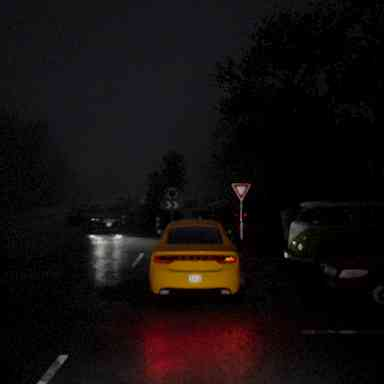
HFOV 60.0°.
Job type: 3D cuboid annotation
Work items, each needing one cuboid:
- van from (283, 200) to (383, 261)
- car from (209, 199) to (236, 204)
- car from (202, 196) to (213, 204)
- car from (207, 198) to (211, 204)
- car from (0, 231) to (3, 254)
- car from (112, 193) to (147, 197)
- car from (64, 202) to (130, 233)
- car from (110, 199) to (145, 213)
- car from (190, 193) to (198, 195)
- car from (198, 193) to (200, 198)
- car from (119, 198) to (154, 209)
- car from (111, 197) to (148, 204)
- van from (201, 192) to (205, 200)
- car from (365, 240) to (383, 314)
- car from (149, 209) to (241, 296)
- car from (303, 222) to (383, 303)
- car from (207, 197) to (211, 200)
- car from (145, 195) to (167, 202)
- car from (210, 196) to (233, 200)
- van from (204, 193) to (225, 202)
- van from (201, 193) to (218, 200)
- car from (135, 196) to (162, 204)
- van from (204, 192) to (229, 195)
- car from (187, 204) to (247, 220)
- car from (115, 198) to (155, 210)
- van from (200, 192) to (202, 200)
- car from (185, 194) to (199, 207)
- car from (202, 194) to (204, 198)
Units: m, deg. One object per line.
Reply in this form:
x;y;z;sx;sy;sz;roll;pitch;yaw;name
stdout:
4.912;1.216;9.583;4.442;1.987;1.878;-1;0;0;van
4.747;1.866;36.682;5.008;1.535;2.097;0;1;0;car
4.557;1.718;47.638;5.366;1.575;1.946;0;1;0;car
4.718;1.824;42.099;4.792;1.488;2.163;0;1;0;car
-8.070;1.469;9.501;4.792;1.488;2.163;0;0;0;car
-8.306;1.505;44.866;5.566;2.045;2.435;0;1;0;car
-6.001;1.511;19.666;2.128;1.511;4.902;3;-3;-40;car
-8.359;1.860;39.318;4.792;1.488;2.163;0;1;0;car
-0.323;1.194;78.019;2.150;2.045;5.566;0;0;0;car
4.686;1.185;80.867;5.566;2.045;2.435;0;0;0;car
-8.333;1.684;50.422;4.892;1.521;2.231;0;1;0;car
-8.327;1.793;42.094;5.008;1.535;2.097;0;1;0;car
4.618;1.276;67.001;4.442;1.987;1.878;0;0;0;van
5.042;1.511;4.126;4.674;1.452;2.002;0;0;0;car
0.066;1.443;8.652;1.882;1.535;5.008;0;0;0;car
5.042;1.495;6.911;4.674;1.452;2.002;0;0;0;car
4.742;1.797;44.869;4.674;1.452;2.002;0;1;0;car
-8.393;1.477;78.172;4.792;1.488;2.163;0;0;0;car
4.781;1.704;39.451;4.553;1.767;2.185;0;1;0;car
4.838;1.248;72.557;4.442;1.987;1.878;0;0;0;van
4.821;1.159;92.074;4.442;1.987;1.878;0;0;0;van
-8.357;1.520;64.290;4.892;1.521;2.231;0;1;0;car
4.850;1.349;58.838;4.442;1.987;1.878;0;1;0;van
2.120;1.884;27.585;4.718;1.301;1.895;-2;-4;43;car
-8.152;1.717;47.646;5.366;1.575;1.946;0;1;0;car
4.602;1.235;75.327;4.442;1.987;1.878;0;0;0;van
-0.205;1.630;54.302;1.882;1.535;5.008;0;1;0;car
4.757;1.550;64.251;4.792;1.488;2.163;0;0;0;car
